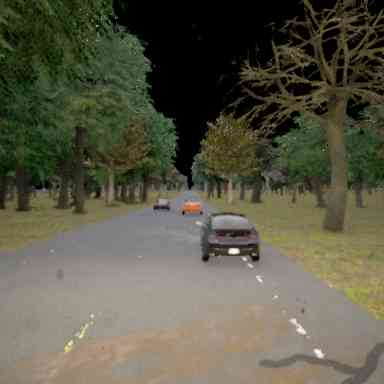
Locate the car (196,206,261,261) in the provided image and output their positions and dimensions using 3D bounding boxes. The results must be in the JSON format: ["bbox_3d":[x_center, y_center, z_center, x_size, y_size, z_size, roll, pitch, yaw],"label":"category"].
[{"bbox_3d":[1.221,1.479,12.099,1.837,1.490,4.892,0,0,0],"label":"car"}]

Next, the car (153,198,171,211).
[{"bbox_3d":[-3.603,1.521,40.542,1.882,1.535,5.008,0,0,0],"label":"car"}]

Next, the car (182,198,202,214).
[{"bbox_3d":[0.039,1.369,35.111,2.097,1.767,4.553,0,0,0],"label":"car"}]

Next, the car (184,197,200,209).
[{"bbox_3d":[-0.003,1.579,48.491,2.128,1.511,4.902,0,0,0],"label":"car"}]
